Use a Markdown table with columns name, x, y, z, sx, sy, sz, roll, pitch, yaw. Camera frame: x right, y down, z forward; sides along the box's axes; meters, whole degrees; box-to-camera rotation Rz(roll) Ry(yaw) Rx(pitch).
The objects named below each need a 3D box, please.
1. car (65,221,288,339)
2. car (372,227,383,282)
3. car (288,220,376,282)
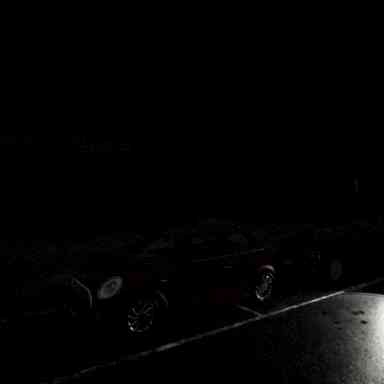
| name | x | y | z | sx | sy | sz | roll | pitch | yaw |
| --- | --- | --- | --- | --- | --- | --- | --- | --- | --- |
| car | -0.293 | 1.441 | 6.534 | 4.097 | 1.590 | 1.967 | 0 | 1 | -35 |
| car | 6.401 | 1.564 | 7.912 | 4.181 | 1.385 | 1.994 | 0 | 0 | -35 |
| car | 4.295 | 1.545 | 9.790 | 4.507 | 1.381 | 1.887 | 0 | 1 | -35 |
